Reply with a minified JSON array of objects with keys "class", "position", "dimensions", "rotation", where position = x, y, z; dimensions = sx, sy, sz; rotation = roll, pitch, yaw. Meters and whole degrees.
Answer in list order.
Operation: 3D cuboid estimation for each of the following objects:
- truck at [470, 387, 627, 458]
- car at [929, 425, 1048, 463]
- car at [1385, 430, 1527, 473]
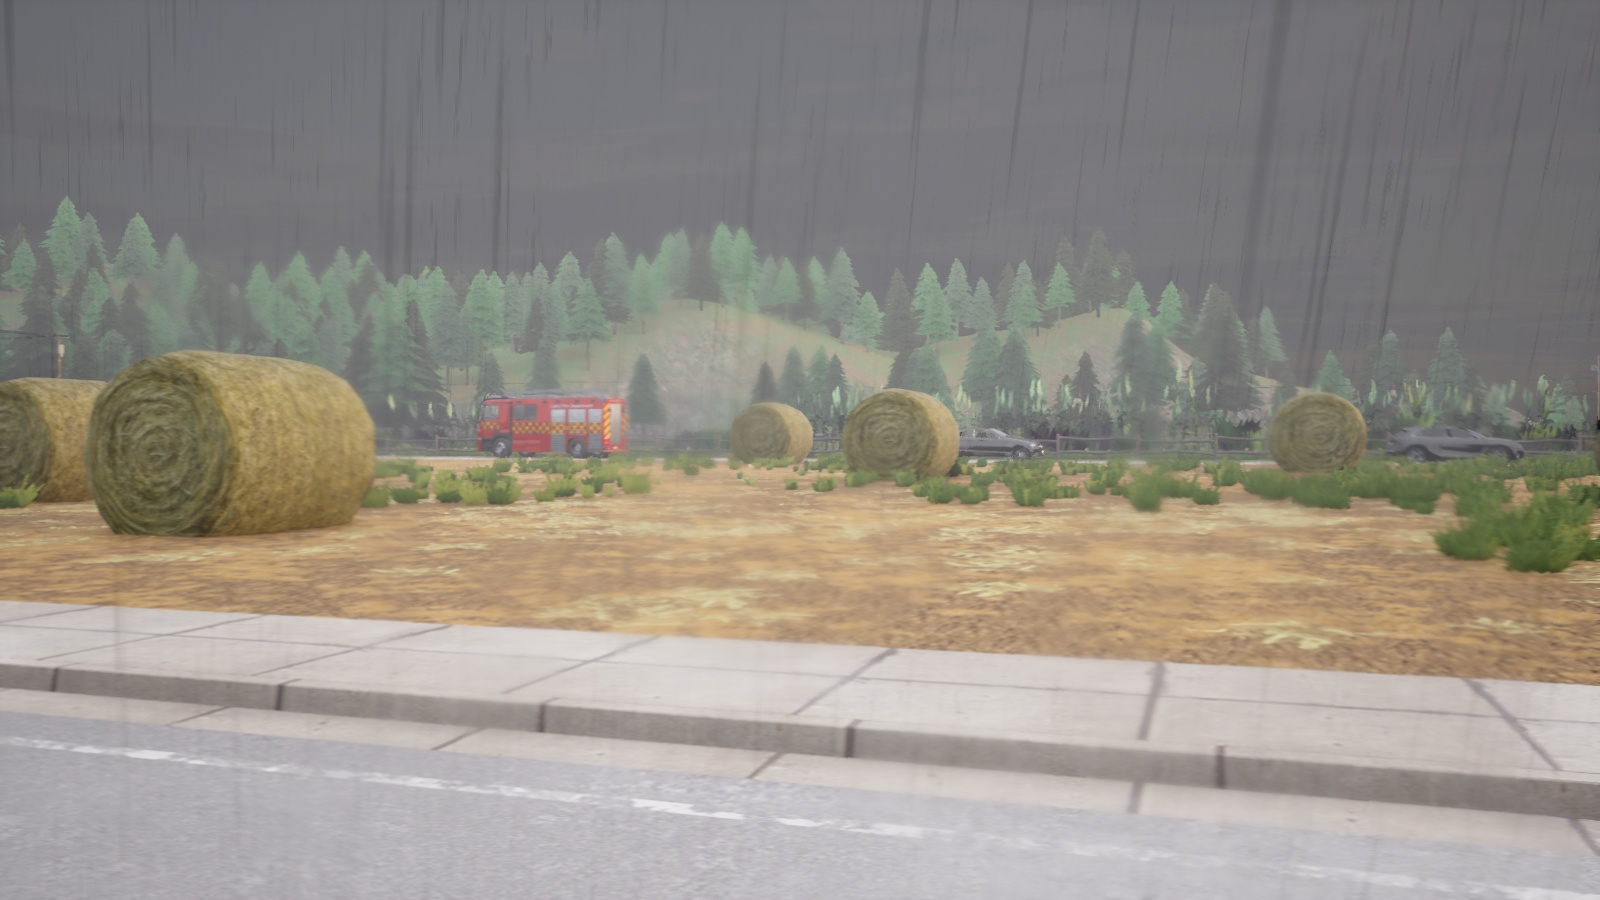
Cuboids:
[{"class":"truck","position":[-14.169,-1.531,70.679],"dimensions":[8.468,3.827,2.891],"rotation":[1,1,22]},{"class":"car","position":[8.630,-0.291,57.501],"dimensions":[5.027,1.651,2.152],"rotation":[1,1,22]},{"class":"car","position":[26.144,0.042,50.276],"dimensions":[4.856,1.649,2.033],"rotation":[1,1,22]}]
